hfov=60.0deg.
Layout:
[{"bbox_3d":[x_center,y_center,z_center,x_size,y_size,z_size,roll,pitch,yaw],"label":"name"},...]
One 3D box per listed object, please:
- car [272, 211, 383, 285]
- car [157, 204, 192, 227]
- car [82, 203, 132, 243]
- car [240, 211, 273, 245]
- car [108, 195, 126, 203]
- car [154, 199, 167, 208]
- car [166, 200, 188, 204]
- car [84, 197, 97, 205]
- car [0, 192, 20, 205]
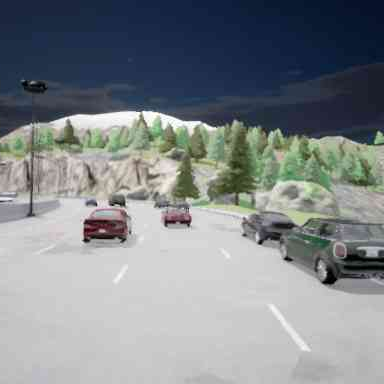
[{"bbox_3d":[4.299,1.535,10.266,2.097,1.767,4.553,1,-1,-3],"label":"car"},{"bbox_3d":[-1.285,1.793,24.581,1.895,1.301,4.718,1,-1,-9],"label":"car"},{"bbox_3d":[-4.080,1.539,16.564,1.882,1.535,5.008,2,-1,-6],"label":"car"},{"bbox_3d":[3.800,1.738,16.960,1.837,1.490,4.892,1,-1,-5],"label":"car"},{"bbox_3d":[-12.242,1.441,54.095,2.150,2.045,5.566,2,-1,-21],"label":"car"},{"bbox_3d":[-4.751,1.862,52.880,2.128,1.511,4.902,1,0,-19],"label":"car"},{"bbox_3d":[-1.552,1.840,41.548,1.837,1.490,4.892,1,-1,-15],"label":"car"},{"bbox_3d":[-17.562,1.665,57.526,1.812,1.442,4.674,2,-1,-23],"label":"car"},{"bbox_3d":[-23.922,1.097,43.245,2.150,2.045,5.566,1,0,-17],"label":"car"}]
